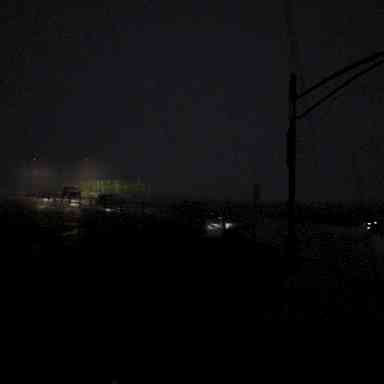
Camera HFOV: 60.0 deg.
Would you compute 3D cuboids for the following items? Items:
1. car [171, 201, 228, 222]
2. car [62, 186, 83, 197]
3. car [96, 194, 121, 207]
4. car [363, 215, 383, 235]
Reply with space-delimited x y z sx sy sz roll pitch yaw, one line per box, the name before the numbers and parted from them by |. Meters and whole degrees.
car | 0.469 1.370 25.315 2.033 1.411 5.357 1 0 -35
car | -19.198 0.106 53.163 2.150 2.045 5.566 1 0 -35
car | -10.169 1.024 40.301 1.812 1.442 4.674 1 0 -36
car | 12.131 1.671 18.209 4.892 1.490 1.837 1 5 19
